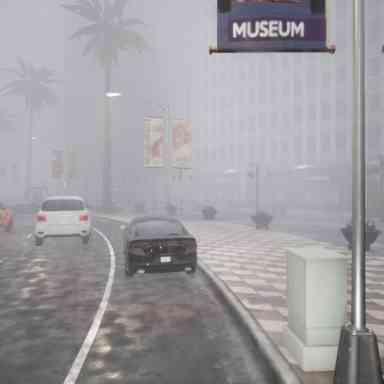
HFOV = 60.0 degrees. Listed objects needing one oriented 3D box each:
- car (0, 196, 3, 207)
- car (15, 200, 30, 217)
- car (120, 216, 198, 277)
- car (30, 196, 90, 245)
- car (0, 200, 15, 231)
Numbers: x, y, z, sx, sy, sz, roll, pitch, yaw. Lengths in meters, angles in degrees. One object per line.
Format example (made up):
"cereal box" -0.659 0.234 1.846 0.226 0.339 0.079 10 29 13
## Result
"car" -31.008 1.449 51.164 2.231 1.521 4.892 0 0 -44
"car" -15.973 1.461 30.986 1.882 1.535 5.008 0 0 -41
"car" -1.184 1.476 10.449 1.882 1.535 5.008 0 0 -13
"car" -6.055 1.216 15.745 2.150 2.045 5.566 0 0 -20
"car" -11.918 1.340 19.861 2.097 1.767 4.553 0 0 -28
